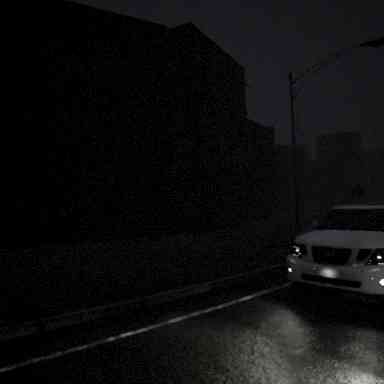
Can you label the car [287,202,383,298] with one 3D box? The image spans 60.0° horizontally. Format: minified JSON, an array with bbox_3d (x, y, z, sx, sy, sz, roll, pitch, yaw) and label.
[{"bbox_3d":[4.566,1.285,8.474,2.150,2.045,5.566,-3,-3,44],"label":"car"}]
